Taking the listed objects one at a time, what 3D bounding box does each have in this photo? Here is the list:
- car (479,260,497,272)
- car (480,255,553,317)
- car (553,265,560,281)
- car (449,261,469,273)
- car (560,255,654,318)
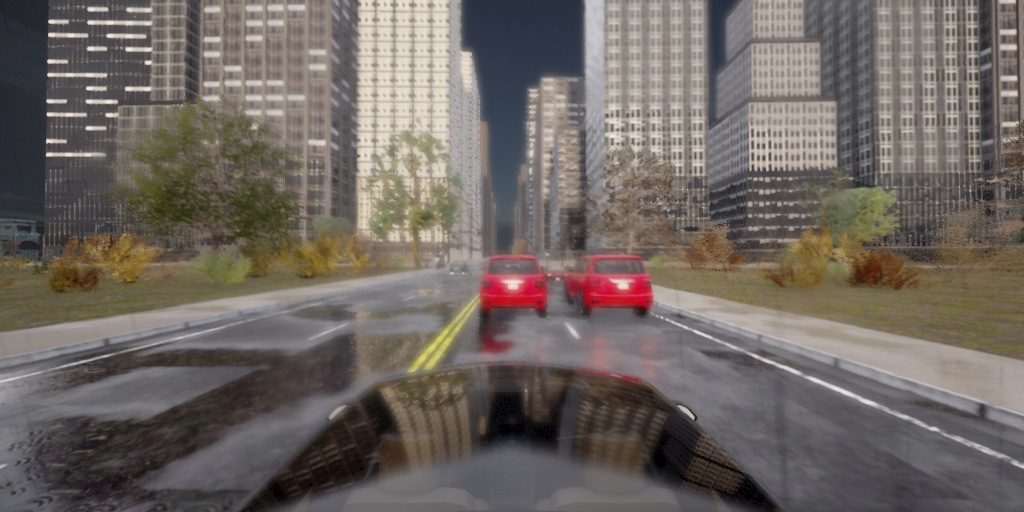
[{"bbox_3d":[-3.295,1.321,49.430,2.033,1.411,5.357,0,0,1],"label":"car"},{"bbox_3d":[0.063,0.986,13.286,2.150,2.045,5.566,0,0,0],"label":"car"},{"bbox_3d":[3.312,1.372,27.922,1.895,1.301,4.718,0,0,0],"label":"car"},{"bbox_3d":[-6.574,1.299,44.784,1.812,1.442,4.674,0,0,0],"label":"car"},{"bbox_3d":[3.313,0.984,13.240,2.150,2.045,5.566,0,0,0],"label":"car"}]
